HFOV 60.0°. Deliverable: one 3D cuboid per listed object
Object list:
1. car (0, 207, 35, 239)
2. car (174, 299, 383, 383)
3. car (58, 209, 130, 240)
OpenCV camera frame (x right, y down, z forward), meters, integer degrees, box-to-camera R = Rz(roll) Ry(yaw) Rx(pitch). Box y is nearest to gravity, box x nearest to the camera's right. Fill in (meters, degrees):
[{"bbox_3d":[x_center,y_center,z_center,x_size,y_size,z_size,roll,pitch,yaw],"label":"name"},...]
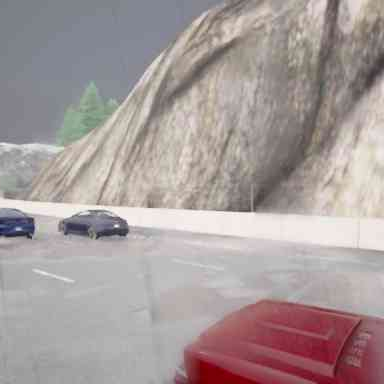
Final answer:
[{"bbox_3d":[-9.540,1.489,16.375,5.008,1.535,1.882,0,0,42],"label":"car"},{"bbox_3d":[2.172,1.609,2.498,4.718,1.301,1.895,0,0,36],"label":"car"},{"bbox_3d":[-5.123,1.584,17.169,4.181,1.385,1.994,0,0,40],"label":"car"}]
